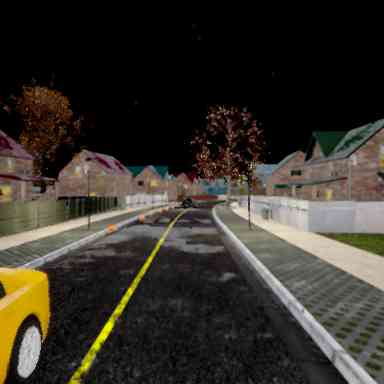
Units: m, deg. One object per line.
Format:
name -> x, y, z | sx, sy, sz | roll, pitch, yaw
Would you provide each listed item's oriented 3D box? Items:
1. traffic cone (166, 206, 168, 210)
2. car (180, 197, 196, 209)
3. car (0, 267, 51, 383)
traffic cone -> -3.089, 1.904, 40.980 | 0.340, 0.580, 0.340 | 0, 0, 4
car -> -0.517, 1.469, 45.186 | 1.837, 1.490, 4.892 | 0, 0, 5
car -> -2.848, 1.467, 2.493 | 1.882, 1.535, 5.008 | 0, 0, 0
